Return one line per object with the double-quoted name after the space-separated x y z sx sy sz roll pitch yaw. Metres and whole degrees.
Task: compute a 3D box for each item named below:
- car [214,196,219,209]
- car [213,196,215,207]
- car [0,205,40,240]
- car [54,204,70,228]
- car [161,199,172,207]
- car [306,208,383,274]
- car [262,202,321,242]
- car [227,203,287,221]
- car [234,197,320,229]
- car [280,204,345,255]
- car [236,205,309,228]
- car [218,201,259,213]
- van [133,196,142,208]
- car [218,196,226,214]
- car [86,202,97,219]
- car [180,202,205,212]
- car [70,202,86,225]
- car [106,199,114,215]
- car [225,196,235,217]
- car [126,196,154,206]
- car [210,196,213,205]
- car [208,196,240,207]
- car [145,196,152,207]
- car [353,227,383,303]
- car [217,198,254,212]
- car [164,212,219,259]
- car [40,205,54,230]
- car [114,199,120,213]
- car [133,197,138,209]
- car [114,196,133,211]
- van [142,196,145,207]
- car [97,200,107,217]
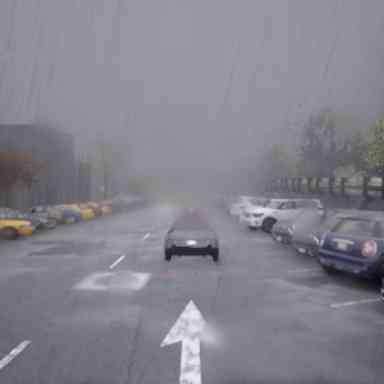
6.009 1.623 39.617 5.566 2.045 2.435 1 -1 -20 "car"
5.959 1.836 48.671 4.553 1.767 2.185 1 -1 -20 "car"
-10.839 1.645 16.715 5.366 1.575 1.946 -1 -1 -20 "car"
-11.022 1.737 22.547 4.792 1.488 2.163 -1 0 -20 "car"
-4.949 2.119 64.320 2.128 1.511 4.902 0 -1 1 "car"
5.897 1.454 9.376 4.553 1.767 2.185 1 -1 -20 "car"
5.962 1.514 15.441 4.553 1.767 2.185 1 0 -20 "car"
5.949 1.787 30.546 4.892 1.521 2.231 1 -1 -20 "car"
5.924 1.446 21.460 5.566 2.045 2.435 1 0 -20 "car"
5.963 1.485 12.413 4.553 1.767 2.185 1 0 -20 "car"
5.923 1.756 24.481 4.792 1.488 2.163 1 0 -20 "car"
5.953 1.932 42.616 4.792 1.488 2.163 1 0 -20 "car"
-11.052 1.797 55.067 4.442 1.987 1.878 -1 0 -20 "van"
5.939 1.564 33.555 5.566 2.045 2.435 1 0 -20 "car"
-11.158 1.764 28.409 5.366 1.575 1.946 -1 0 -20 "car"
0.032 1.627 28.133 2.097 1.767 4.553 0 -1 1 "car"
-10.990 1.736 25.513 5.008 1.535 2.097 -1 -1 -20 "car"
-11.146 1.821 34.326 5.366 1.575 1.946 -1 0 -20 "car"
5.990 1.506 27.527 5.566 2.045 2.435 1 -1 -20 "car"
-10.937 1.910 69.886 5.566 2.045 2.435 -1 0 -20 "car"
6.046 1.923 57.741 4.553 1.767 2.185 1 0 -20 "car"
6.046 1.854 63.801 5.566 2.045 2.435 1 -1 -20 "car"
-10.909 1.826 61.043 5.566 2.045 2.435 -1 -1 -20 "car"
5.927 1.552 6.360 4.892 1.521 2.231 1 0 -20 "car"
5.962 1.806 45.642 4.553 1.767 2.185 1 -1 -20 "car"
0.006 1.695 13.211 1.994 1.385 4.181 0 0 1 "car"
-11.005 1.680 19.598 4.892 1.521 2.231 -1 -1 -20 "car"
-10.947 1.881 37.372 4.792 1.488 2.163 -1 -1 -20 "car"
-10.950 1.967 49.197 4.892 1.521 2.231 -1 0 -20 "car"
-10.986 1.812 46.224 4.553 1.767 2.185 -1 -1 -20 "car"
-11.046 1.825 58.026 4.442 1.987 1.878 -1 0 -20 "van"
-10.982 1.794 31.442 5.008 1.535 2.097 -1 0 -20 "car"
